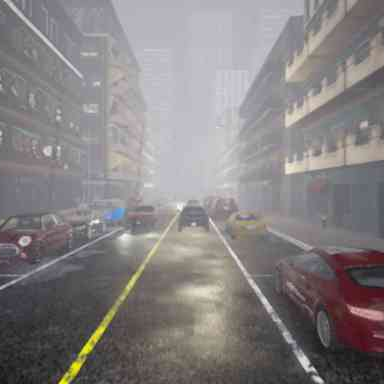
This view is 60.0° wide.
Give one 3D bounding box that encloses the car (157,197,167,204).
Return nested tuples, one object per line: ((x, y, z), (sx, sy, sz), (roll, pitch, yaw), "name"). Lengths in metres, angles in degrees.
((-5.697, 1.706, 56.359), (1.802, 1.307, 4.206), (-1, 0, 0), "car")

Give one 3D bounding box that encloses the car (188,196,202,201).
((0.103, 1.620, 43.397), (1.812, 1.442, 4.674), (0, 0, 0), "car")

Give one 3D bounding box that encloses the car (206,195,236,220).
((2.678, 1.376, 28.320), (2.192, 1.841, 5.009), (-1, 0, 0), "car")

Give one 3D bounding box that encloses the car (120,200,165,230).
((-3.098, 1.525, 21.733), (1.882, 1.535, 5.008), (0, 0, 0), "car")

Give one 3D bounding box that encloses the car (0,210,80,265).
((-5.668, 1.466, 11.543), (1.967, 1.590, 4.097), (-1, 0, 0), "car")

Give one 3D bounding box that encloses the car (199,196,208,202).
((2.683, 1.699, 78.908), (1.752, 1.417, 4.829), (-1, 0, 0), "car")

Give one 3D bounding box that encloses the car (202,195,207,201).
((2.678, 1.400, 39.525), (2.192, 1.841, 5.009), (-1, 0, 0), "car")

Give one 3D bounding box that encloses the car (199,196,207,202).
((2.684, 1.752, 84.340), (1.947, 1.339, 4.313), (-1, 0, 0), "car")

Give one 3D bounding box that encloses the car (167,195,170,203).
((-5.697, 1.718, 61.961), (1.802, 1.307, 4.206), (-1, 0, 0), "car")

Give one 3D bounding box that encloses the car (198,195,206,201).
((2.683, 1.639, 89.942), (1.967, 1.590, 4.097), (-1, 0, 0), "car")

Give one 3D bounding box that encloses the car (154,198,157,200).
((-5.706, 1.637, 39.553), (2.008, 1.369, 4.403), (-1, 0, 0), "car")

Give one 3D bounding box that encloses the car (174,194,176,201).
((-5.696, 1.738, 84.369), (2.008, 1.369, 4.403), (-1, 0, 0), "car")

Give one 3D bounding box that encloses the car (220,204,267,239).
((2.680, 1.562, 17.286), (1.752, 1.417, 4.829), (-1, 0, 0), "car")

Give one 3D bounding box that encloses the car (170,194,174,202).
((-5.696, 1.712, 73.166), (2.008, 1.369, 4.403), (-1, 0, 0), "car")

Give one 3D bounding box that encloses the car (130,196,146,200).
((-5.692, 1.389, 33.951), (2.192, 1.841, 5.009), (-1, 0, 0), "car")

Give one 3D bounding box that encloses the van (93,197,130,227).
((-5.669, 1.391, 22.747), (1.690, 1.788, 3.998), (-1, 0, 0), "van")

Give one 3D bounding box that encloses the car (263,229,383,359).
((2.681, 1.595, 5.912), (1.802, 1.307, 4.206), (-1, 0, 0), "car")

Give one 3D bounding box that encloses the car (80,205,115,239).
((-5.667, 1.588, 17.145), (2.008, 1.369, 4.403), (-1, 0, 0), "car")

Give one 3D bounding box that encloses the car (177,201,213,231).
((0.099, 1.552, 21.185), (1.837, 1.490, 4.892), (0, 0, 0), "car")
